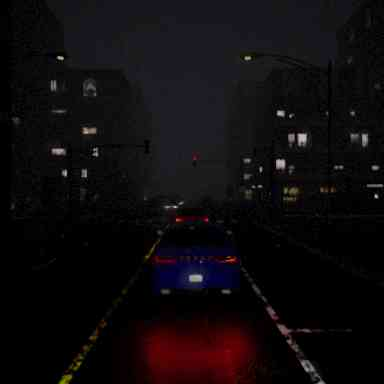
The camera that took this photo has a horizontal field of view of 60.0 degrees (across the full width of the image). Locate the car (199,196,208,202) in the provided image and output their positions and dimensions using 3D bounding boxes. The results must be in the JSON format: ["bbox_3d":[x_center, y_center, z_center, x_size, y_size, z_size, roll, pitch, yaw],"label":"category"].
[{"bbox_3d":[2.486,1.512,74.696,1.802,1.307,4.206,0,0,0],"label":"car"}]

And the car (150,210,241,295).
[{"bbox_3d":[0.078,1.466,8.722,1.882,1.535,5.008,0,0,0],"label":"car"}]

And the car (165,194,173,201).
[{"bbox_3d":[-5.926,1.365,86.036,1.967,1.590,4.097,0,0,0],"label":"car"}]

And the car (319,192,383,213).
[{"bbox_3d":[14.612,0.989,29.934,5.009,1.841,2.192,-1,1,-1],"label":"car"}]

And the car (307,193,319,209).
[{"bbox_3d":[15.386,1.144,35.751,4.892,1.490,1.837,-1,0,-1],"label":"car"}]

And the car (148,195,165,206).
[{"bbox_3d":[-5.833,1.511,51.941,1.947,1.339,4.313,0,0,0],"label":"car"}]

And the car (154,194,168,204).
[{"bbox_3d":[-5.864,1.252,63.306,2.192,1.841,5.009,0,0,0],"label":"car"}]

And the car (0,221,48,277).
[{"bbox_3d":[-5.768,1.568,9.918,1.802,1.307,4.206,0,0,0],"label":"car"}]

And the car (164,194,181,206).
[{"bbox_3d":[-3.229,1.492,52.732,2.033,1.411,5.357,0,0,0],"label":"car"}]

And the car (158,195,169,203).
[{"bbox_3d":[-5.879,1.459,68.818,1.752,1.417,4.829,0,0,0],"label":"car"}]

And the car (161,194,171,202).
[{"bbox_3d":[-5.895,1.370,74.671,1.967,1.590,4.097,0,0,0],"label":"car"}]

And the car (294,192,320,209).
[{"bbox_3d":[14.455,0.964,38.312,5.009,1.841,2.192,-1,1,-1],"label":"car"}]

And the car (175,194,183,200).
[{"bbox_3d":[-3.231,1.285,84.732,1.895,1.301,4.718,0,0,0],"label":"car"}]

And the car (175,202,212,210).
[{"bbox_3d":[0.048,1.502,18.063,1.812,1.442,4.674,0,0,1],"label":"car"}]

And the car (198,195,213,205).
[{"bbox_3d":[2.532,1.381,57.648,1.967,1.590,4.097,0,0,0],"label":"car"}]
